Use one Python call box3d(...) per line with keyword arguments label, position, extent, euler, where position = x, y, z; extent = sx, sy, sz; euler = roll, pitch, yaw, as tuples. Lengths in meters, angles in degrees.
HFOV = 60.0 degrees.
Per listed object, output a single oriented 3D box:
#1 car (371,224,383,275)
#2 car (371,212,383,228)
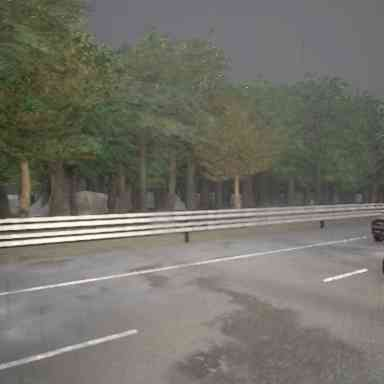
box3d(label="car", position=(6.727, 1.562, 8.540), extent=(4.181, 1.385, 1.994), euler=(0, 0, -35))
box3d(label="car", position=(10.084, 1.501, 15.232), extent=(4.892, 1.490, 1.837), euler=(0, 0, -35))
